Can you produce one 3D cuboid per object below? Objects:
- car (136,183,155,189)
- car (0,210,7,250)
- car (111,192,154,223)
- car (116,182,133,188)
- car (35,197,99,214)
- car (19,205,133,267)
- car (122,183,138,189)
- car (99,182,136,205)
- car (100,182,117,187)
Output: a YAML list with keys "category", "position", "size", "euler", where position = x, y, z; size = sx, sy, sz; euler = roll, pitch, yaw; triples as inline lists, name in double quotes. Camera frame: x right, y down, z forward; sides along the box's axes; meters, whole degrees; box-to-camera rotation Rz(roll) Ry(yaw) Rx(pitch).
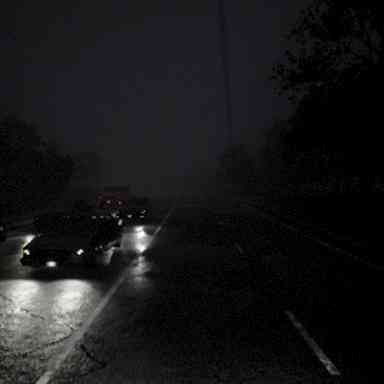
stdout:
- category: "car"
  position: [-11.410, -1.571, 84.612]
  size: [1.882, 1.535, 5.008]
  euler: [0, 2, -40]
- category: "car"
  position: [-7.088, 1.127, 8.539]
  size: [2.150, 2.045, 5.566]
  euler: [0, 1, 0]
- category: "car"
  position: [-3.568, 1.043, 21.472]
  size: [1.837, 1.490, 4.892]
  euler: [0, 2, 0]
- category: "car"
  position: [-18.650, -1.970, 92.060]
  size: [4.718, 1.301, 1.895]
  euler: [3, 2, 40]
- category: "car"
  position: [-7.063, 1.114, 18.787]
  size: [1.882, 1.535, 5.008]
  euler: [0, 2, 1]
- category: "car"
  position: [-3.583, 1.403, 11.143]
  size: [2.033, 1.411, 5.357]
  euler: [0, 1, 0]
- category: "car"
  position: [-15.669, -1.612, 84.154]
  size: [1.994, 1.385, 4.181]
  euler: [0, 2, -45]
- category: "car"
  position: [-7.017, 0.378, 30.870]
  size: [2.150, 2.045, 5.566]
  euler: [0, 2, 0]
- category: "car"
  position: [-22.826, -2.043, 90.948]
  size: [4.181, 1.385, 1.994]
  euler: [3, 1, 35]
